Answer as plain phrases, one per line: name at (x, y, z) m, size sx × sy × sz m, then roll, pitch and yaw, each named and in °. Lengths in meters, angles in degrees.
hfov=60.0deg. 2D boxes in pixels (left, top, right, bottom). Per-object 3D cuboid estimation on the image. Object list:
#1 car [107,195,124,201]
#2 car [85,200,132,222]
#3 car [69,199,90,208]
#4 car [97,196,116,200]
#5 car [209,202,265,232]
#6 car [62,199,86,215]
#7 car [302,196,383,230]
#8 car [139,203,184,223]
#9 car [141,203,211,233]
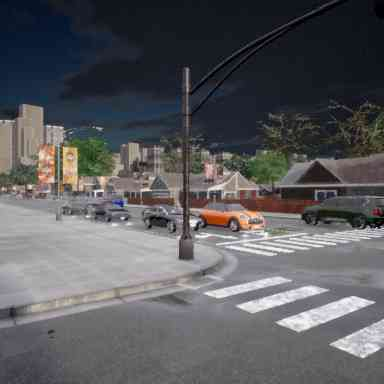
car at (-13.011, 1.523, 54.100) m, size 2.150 × 2.045 × 5.566 m, roll 0°, pitch 0°, yaw -36°
car at (-7.062, 1.710, 28.579) m, size 2.033 × 1.411 × 5.357 m, roll 0°, pitch 0°, yaw -36°
car at (-19.477, 1.887, 57.565) m, size 2.033 × 1.411 × 5.357 m, roll 0°, pitch 0°, yaw -34°
car at (-13.426, 1.786, 49.082) m, size 1.837 × 1.490 × 4.892 m, roll 0°, pitch 0°, yaw -35°
car at (2.397, 1.440, 20.935) m, size 2.097 × 1.767 × 4.553 m, roll 0°, pitch 0°, yaw -36°
car at (-13.076, 1.730, 37.055) m, size 1.837 × 1.490 × 4.892 m, roll 0°, pitch 0°, yaw -35°
car at (9.969, 1.284, 21.809) m, size 2.150 × 2.045 × 5.566 m, roll 0°, pitch 0°, yaw -35°
car at (-2.613, 1.706, 27.954) m, size 1.994 × 1.385 × 4.181 m, roll 0°, pitch 0°, yaw -34°
car at (-1.347, 1.592, 20.564) m, size 2.128 × 1.511 × 4.902 m, roll 0°, pitch 0°, yaw -35°
